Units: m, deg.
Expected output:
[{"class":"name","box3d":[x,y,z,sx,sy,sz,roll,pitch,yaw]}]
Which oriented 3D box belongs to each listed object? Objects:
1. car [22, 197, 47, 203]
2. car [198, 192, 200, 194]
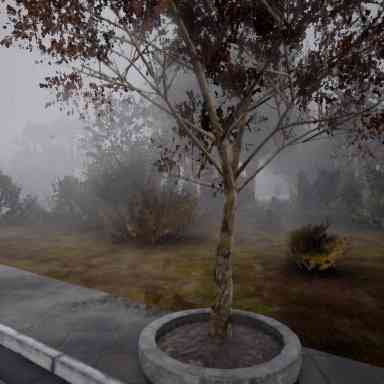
[{"class":"car","box3d":[-21.668,1.233,44.622,1.994,1.385,4.181,1,0,32]},{"class":"car","box3d":[0.907,0.971,60.265,2.150,2.045,5.566,1,0,32]}]
